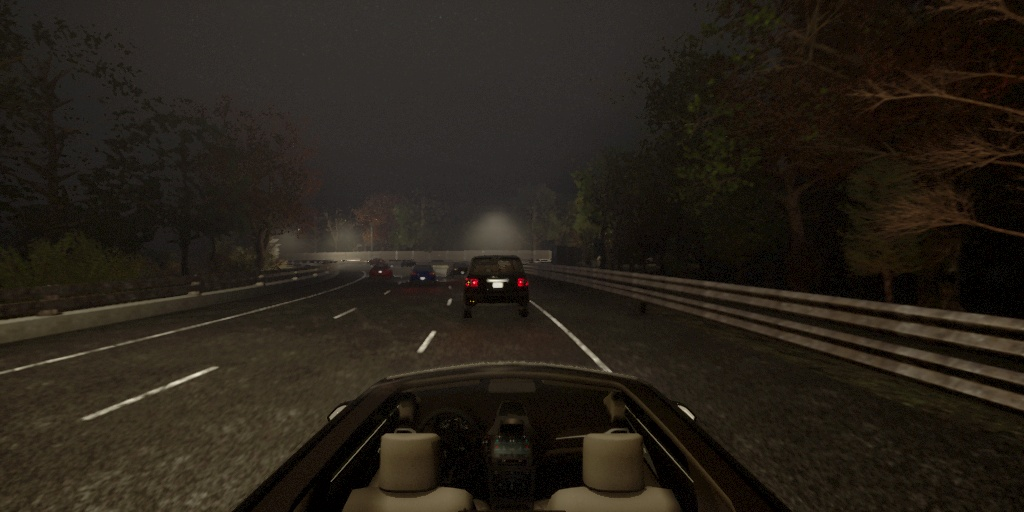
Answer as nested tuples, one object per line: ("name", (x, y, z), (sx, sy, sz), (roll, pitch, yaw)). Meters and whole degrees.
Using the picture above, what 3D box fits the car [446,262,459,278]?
("car", (-4.953, 1.283, 33.491), (1.812, 1.442, 4.674), (0, 0, -17))

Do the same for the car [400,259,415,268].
("car", (-17.700, 1.302, 61.402), (1.837, 1.490, 4.892), (0, 0, -32))

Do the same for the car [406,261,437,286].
("car", (-6.363, 1.291, 25.718), (1.812, 1.442, 4.674), (0, 0, -13))

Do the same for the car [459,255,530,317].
("car", (-0.699, 0.970, 13.392), (2.150, 2.045, 5.566), (0, 0, -6))

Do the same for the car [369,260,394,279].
("car", (-12.049, 1.349, 33.139), (1.994, 1.385, 4.181), (0, 0, -17))
